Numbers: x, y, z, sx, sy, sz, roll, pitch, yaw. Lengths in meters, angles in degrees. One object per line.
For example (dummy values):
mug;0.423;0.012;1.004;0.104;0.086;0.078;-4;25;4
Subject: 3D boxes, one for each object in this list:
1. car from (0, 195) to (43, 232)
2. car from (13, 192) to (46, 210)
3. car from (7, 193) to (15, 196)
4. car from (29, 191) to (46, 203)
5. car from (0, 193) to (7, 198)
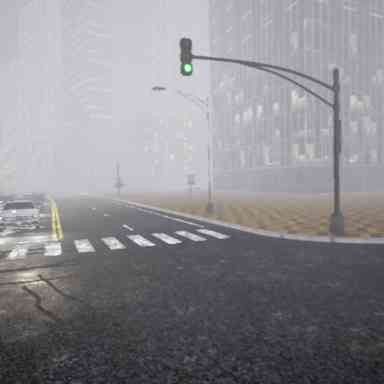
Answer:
car;-9.177;1.155;17.832;1.812;1.442;4.674;-2;2;-25
car;-13.474;0.950;27.992;2.033;1.411;5.357;-2;2;-23
car;-22.151;0.824;40.028;1.895;1.301;4.718;-2;2;-23
car;-20.437;0.641;44.202;1.895;1.301;4.718;-2;2;-24
car;-16.483;1.025;26.764;1.837;1.490;4.892;-2;2;-23
